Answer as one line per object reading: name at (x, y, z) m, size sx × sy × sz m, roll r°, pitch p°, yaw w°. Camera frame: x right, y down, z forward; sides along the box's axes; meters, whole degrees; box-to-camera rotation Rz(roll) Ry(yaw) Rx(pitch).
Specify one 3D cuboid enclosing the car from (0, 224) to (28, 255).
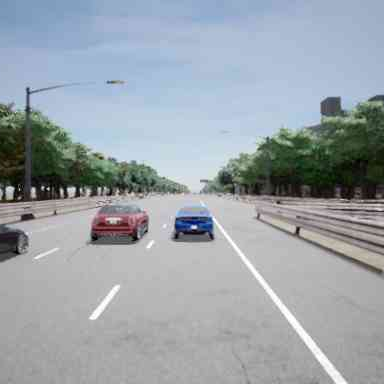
car at (-6.903, 1.503, 10.237) m, size 1.812 × 1.442 × 4.674 m, roll 0°, pitch 0°, yaw 0°

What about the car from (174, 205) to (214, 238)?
car at (0.095, 1.431, 17.477) m, size 1.882 × 1.535 × 5.008 m, roll 0°, pitch 0°, yaw 0°

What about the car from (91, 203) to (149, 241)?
car at (-3.405, 1.308, 16.529) m, size 2.097 × 1.767 × 4.553 m, roll 0°, pitch 0°, yaw 0°

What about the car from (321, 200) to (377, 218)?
car at (12.797, 1.383, 27.441) m, size 1.812 × 1.442 × 4.674 m, roll 0°, pitch 0°, yaw -24°
